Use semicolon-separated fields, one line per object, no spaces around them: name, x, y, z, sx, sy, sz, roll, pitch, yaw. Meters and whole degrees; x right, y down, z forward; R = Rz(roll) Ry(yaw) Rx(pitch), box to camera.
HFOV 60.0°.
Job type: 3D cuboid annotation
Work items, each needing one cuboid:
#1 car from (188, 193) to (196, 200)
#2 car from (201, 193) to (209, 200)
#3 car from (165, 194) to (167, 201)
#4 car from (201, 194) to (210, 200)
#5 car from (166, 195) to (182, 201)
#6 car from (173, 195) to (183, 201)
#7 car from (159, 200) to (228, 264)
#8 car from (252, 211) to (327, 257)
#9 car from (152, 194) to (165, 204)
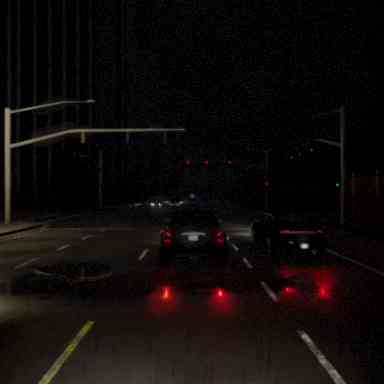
car;0.029;1.626;81.499;1.895;1.301;4.718;0;0;0
car;3.532;1.255;91.479;2.097;1.767;4.553;0;0;0
car;-6.971;1.363;82.524;2.097;1.767;4.553;0;0;0
car;3.529;1.553;81.400;1.812;1.442;4.674;0;0;0
car;-3.479;1.573;67.046;2.033;1.411;5.357;0;0;0
car;-3.471;1.532;82.554;2.128;1.511;4.902;0;0;0
car;0.062;1.361;11.961;2.097;1.767;4.553;0;0;0
car;3.568;1.497;12.934;2.128;1.511;4.902;0;0;0
car;-6.979;1.554;66.988;1.812;1.442;4.674;0;0;0
